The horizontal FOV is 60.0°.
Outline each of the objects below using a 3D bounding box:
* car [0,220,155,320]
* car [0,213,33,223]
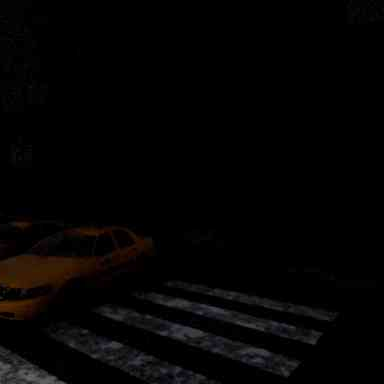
[{"bbox_3d":[-2.524,1.485,7.677,1.946,1.575,5.366,1,-1,16],"label":"car"},{"bbox_3d":[-4.966,1.488,9.422,1.946,1.575,5.366,0,-1,16],"label":"car"}]
